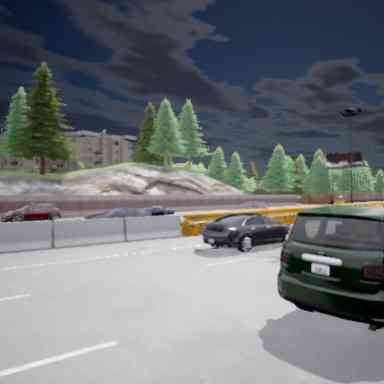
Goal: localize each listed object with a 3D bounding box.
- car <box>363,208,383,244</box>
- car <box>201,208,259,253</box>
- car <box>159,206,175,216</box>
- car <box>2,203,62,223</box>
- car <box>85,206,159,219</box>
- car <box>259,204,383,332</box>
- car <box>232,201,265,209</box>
[{"bbox_3d":[10.629,1.621,16.826,5.008,1.535,1.882,0,0,-43],"label":"car"},{"bbox_3d":[2.609,1.664,14.533,4.892,1.490,1.837,0,0,-40],"label":"car"},{"bbox_3d":[-4.008,1.997,32.269,4.718,1.301,1.895,0,-1,-42],"label":"car"},{"bbox_3d":[-13.762,1.757,28.753,4.553,1.767,2.097,0,-1,-38],"label":"car"},{"bbox_3d":[-5.640,1.883,26.240,5.357,1.411,2.033,0,-1,-40],"label":"car"},{"bbox_3d":[4.082,1.284,6.789,5.566,2.045,2.150,0,0,-38],"label":"car"},{"bbox_3d":[5.483,1.692,31.556,4.553,1.767,2.097,0,-1,-44],"label":"car"}]
